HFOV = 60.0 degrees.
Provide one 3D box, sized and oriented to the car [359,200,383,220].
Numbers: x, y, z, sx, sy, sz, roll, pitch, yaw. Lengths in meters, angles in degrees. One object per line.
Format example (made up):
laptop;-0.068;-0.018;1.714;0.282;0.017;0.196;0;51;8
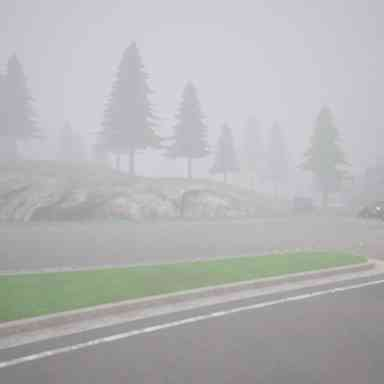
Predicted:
car;17.109;1.492;29.752;4.553;1.767;2.097;0;0;-27
